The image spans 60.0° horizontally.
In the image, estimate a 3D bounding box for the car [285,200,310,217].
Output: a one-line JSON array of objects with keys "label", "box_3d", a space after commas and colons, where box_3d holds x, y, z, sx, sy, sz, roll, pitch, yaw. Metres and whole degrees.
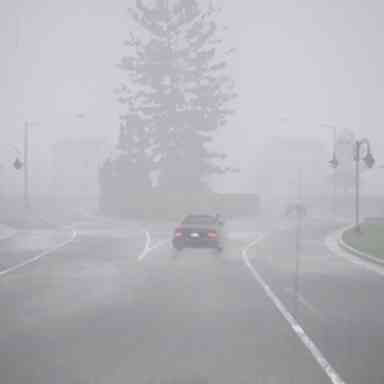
[{"label": "car", "box_3d": [10.129, 1.519, 32.061, 1.837, 1.490, 4.892, 1, 0, 23]}]

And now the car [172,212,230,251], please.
[{"label": "car", "box_3d": [0.528, 1.554, 14.125, 2.033, 1.411, 5.357, 0, 0, 10]}]
